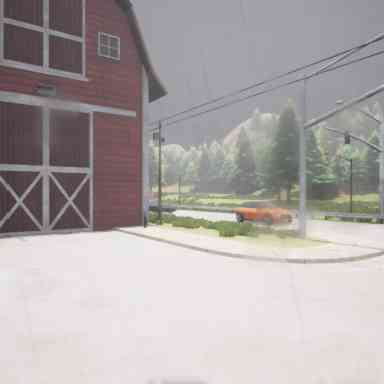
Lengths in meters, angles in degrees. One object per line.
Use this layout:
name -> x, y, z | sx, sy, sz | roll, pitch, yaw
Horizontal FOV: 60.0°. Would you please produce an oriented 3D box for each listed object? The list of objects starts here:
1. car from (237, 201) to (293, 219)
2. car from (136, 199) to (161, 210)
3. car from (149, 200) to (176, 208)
car -> 5.501, 1.527, 25.626 | 2.097, 1.767, 4.553 | 0, 0, -34
car -> -6.523, 1.852, 49.614 | 1.812, 1.442, 4.674 | 0, 0, -34
car -> -3.875, 1.811, 39.355 | 2.033, 1.411, 5.357 | 0, 0, -34
